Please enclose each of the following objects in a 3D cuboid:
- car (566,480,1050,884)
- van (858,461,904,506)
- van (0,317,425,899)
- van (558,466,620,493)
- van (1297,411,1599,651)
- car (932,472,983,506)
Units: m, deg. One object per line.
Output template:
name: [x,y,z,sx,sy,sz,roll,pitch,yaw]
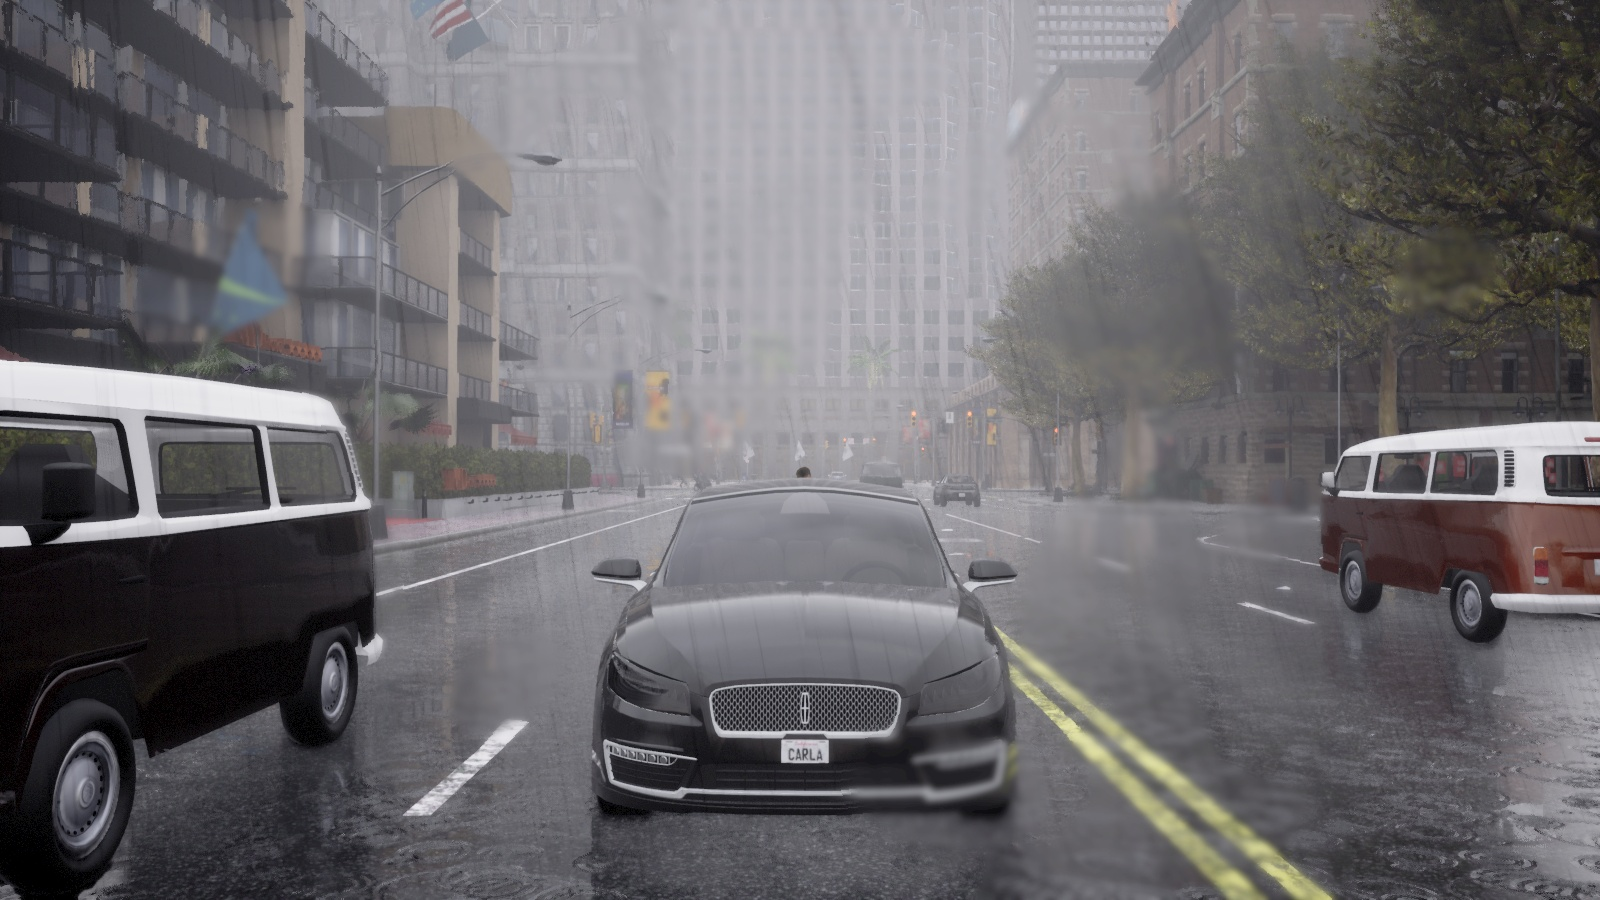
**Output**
car: [0.033,0.940,7.223,1.837,1.490,4.892,0,-1,0]
van: [3.651,1.511,57.183,1.775,1.987,4.442,0,-1,0]
van: [-3.470,0.650,5.862,2.069,2.038,4.480,0,-1,0]
van: [-15.661,2.195,93.451,4.442,1.987,1.775,0,-1,-6]
van: [7.046,0.726,12.933,2.069,2.038,4.480,0,-1,0]
car: [7.152,1.760,57.314,1.816,1.474,4.193,0,-1,0]
